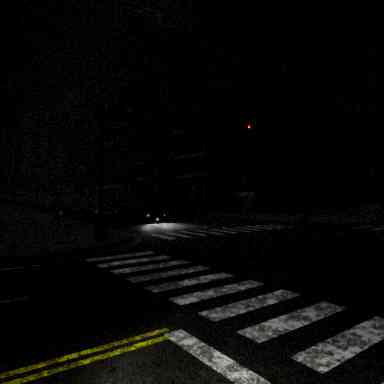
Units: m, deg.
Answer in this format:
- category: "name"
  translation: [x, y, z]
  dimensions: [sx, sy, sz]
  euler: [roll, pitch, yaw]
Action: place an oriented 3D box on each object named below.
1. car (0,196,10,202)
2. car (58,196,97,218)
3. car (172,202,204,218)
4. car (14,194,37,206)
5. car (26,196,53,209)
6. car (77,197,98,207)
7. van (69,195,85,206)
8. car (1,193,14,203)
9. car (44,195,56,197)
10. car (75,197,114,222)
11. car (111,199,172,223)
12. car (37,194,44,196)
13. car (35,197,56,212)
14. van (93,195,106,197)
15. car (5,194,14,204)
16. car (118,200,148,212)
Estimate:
- category: "car"
  translation: [-42.349, 1.601, 75.087]
  dimensions: [1.802, 1.307, 4.206]
  euler: [0, 0, -35]
- category: "car"
  translation: [-10.397, 1.422, 30.187]
  dimensions: [1.967, 1.590, 4.097]
  euler: [0, 0, -35]
- category: "car"
  translation: [-0.663, 1.581, 30.349]
  dimensions: [1.947, 1.339, 4.313]
  euler: [0, 0, -35]
- category: "car"
  translation: [-26.373, 1.432, 52.637]
  dimensions: [1.967, 1.590, 4.097]
  euler: [0, 0, -35]
- category: "car"
  translation: [-19.982, 1.535, 43.657]
  dimensions: [2.008, 1.369, 4.403]
  euler: [0, 0, -35]
- category: "car"
  translation: [-16.639, 1.570, 52.800]
  dimensions: [2.008, 1.369, 4.403]
  euler: [0, 0, -35]
- category: "van"
  translation: [-19.834, 1.364, 57.290]
  dimensions: [1.690, 1.788, 3.998]
  euler: [0, 0, -35]
- category: "car"
  translation: [-39.153, 1.558, 70.597]
  dimensions: [1.887, 1.381, 4.507]
  euler: [0, 0, -35]
- category: "car"
  translation: [-29.419, 1.480, 70.760]
  dimensions: [1.967, 1.590, 4.097]
  euler: [0, 0, -35]
- category: "car"
  translation: [-7.202, 1.423, 25.697]
  dimensions: [1.967, 1.590, 4.097]
  euler: [0, 0, -35]
- category: "car"
  translation: [-3.977, 1.541, 25.531]
  dimensions: [2.033, 1.411, 5.357]
  euler: [0, 0, -36]
- category: "car"
  translation: [-35.810, 1.491, 79.741]
  dimensions: [1.967, 1.590, 4.097]
  euler: [0, 0, -35]
- category: "car"
  translation: [-16.787, 1.564, 39.167]
  dimensions: [1.802, 1.307, 4.206]
  euler: [0, 0, -35]
- category: "van"
  translation: [-13.444, 1.357, 48.310]
  dimensions: [1.690, 1.788, 3.998]
  euler: [0, 0, -35]
- category: "car"
  translation: [-32.763, 1.553, 61.617]
  dimensions: [2.008, 1.369, 4.403]
  euler: [0, 0, -35]
- category: "car"
  translation: [-7.054, 1.595, 39.330]
  dimensions: [1.802, 1.307, 4.206]
  euler: [0, 0, -35]
